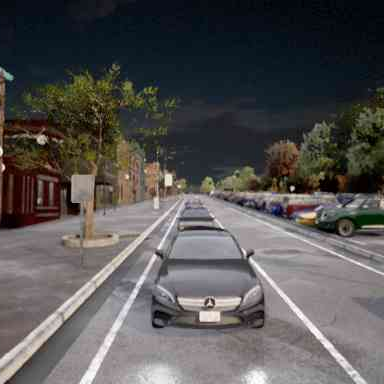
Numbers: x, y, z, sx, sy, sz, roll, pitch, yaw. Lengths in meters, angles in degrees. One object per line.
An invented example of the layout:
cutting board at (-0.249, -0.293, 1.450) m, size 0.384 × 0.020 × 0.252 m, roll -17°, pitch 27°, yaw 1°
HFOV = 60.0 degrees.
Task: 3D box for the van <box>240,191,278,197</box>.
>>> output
van at (9.199, 1.147, 45.343) m, size 4.442 × 1.987 × 1.878 m, roll 0°, pitch 0°, yaw 0°

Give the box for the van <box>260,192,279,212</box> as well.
van at (9.065, 1.219, 31.320) m, size 4.442 × 1.987 × 1.878 m, roll 0°, pitch 0°, yaw 0°

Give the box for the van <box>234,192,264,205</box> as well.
van at (9.140, 1.070, 53.751) m, size 4.442 × 1.987 × 1.878 m, roll 0°, pitch 1°, yaw 0°

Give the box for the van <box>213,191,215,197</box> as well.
van at (8.650, 0.732, 90.189) m, size 4.442 × 1.987 × 1.878 m, roll 0°, pitch 1°, yaw 0°

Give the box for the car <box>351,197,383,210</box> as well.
car at (22.226, 1.438, 40.475) m, size 4.792 × 1.488 × 2.163 m, roll 0°, pitch 0°, yaw 0°

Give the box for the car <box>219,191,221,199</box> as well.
car at (8.896, 0.915, 67.765) m, size 5.566 × 2.045 × 2.435 m, roll 0°, pitch 1°, yaw 0°

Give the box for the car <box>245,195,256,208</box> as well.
car at (9.120, 1.452, 39.734) m, size 4.674 × 1.452 × 2.002 m, roll 0°, pitch 0°, yaw 0°

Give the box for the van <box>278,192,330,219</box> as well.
van at (9.338, 1.228, 25.711) m, size 4.442 × 1.987 × 1.878 m, roll 0°, pitch 0°, yaw 0°

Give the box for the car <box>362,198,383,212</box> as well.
car at (22.187, 1.455, 37.691) m, size 4.792 × 1.488 × 2.163 m, roll 0°, pitch 0°, yaw 0°

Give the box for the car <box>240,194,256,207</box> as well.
car at (9.109, 1.394, 42.537) m, size 4.892 × 1.521 × 2.231 m, roll 0°, pitch 0°, yaw 0°

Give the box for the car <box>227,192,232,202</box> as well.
car at (8.997, 1.271, 56.555) m, size 4.892 × 1.521 × 2.231 m, roll 0°, pitch 1°, yaw 0°

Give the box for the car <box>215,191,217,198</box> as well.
car at (8.821, 1.036, 81.783) m, size 5.008 × 1.535 × 2.097 m, roll 0°, pitch 1°, yaw 0°

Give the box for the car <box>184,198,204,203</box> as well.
car at (0.201, 1.416, 33.830) m, size 2.128 × 1.511 × 4.902 m, roll 0°, pitch 0°, yaw 0°

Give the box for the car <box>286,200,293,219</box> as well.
car at (9.244, 1.498, 22.908) m, size 4.674 × 1.452 × 2.002 m, roll 0°, pitch 0°, yaw 0°

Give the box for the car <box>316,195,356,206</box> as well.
car at (22.305, 1.314, 51.578) m, size 5.366 × 1.575 × 1.946 m, roll 0°, pitch 1°, yaw 0°

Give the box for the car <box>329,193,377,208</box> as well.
car at (22.187, 1.117, 46.024) m, size 5.566 × 2.045 × 2.435 m, roll 0°, pitch 1°, yaw 0°

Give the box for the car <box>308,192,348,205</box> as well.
car at (22.128, 1.040, 54.350) m, size 5.566 × 2.045 × 2.435 m, roll 0°, pitch 1°, yaw 0°

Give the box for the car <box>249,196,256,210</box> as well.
car at (9.171, 1.457, 36.926) m, size 4.792 × 1.488 × 2.163 m, roll 0°, pitch 0°, yaw 0°

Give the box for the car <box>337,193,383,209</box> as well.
car at (22.149, 1.138, 43.247) m, size 5.566 × 2.045 × 2.435 m, roll 0°, pitch 0°, yaw 0°

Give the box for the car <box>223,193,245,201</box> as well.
car at (8.874, 1.014, 70.569) m, size 4.553 × 1.767 × 2.185 m, roll 0°, pitch 1°, yaw 0°

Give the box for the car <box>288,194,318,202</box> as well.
car at (21.836, 1.186, 65.453) m, size 5.366 × 1.575 × 1.946 m, roll 0°, pitch 1°, yaw 0°

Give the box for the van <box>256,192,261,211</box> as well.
van at (9.278, 1.210, 34.123) m, size 4.442 × 1.987 × 1.878 m, roll 0°, pitch 0°, yaw 0°

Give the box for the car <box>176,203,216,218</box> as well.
car at (0.194, 1.526, 17.675) m, size 2.033 × 1.411 × 5.357 m, roll 0°, pitch 0°, yaw 0°

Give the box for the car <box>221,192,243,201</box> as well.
car at (8.854, 0.988, 73.372) m, size 4.553 × 1.767 × 2.185 m, roll 0°, pitch 1°, yaw 0°

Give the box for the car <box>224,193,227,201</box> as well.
car at (8.962, 1.258, 62.162) m, size 4.674 × 1.452 × 2.002 m, roll 0°, pitch 1°, yaw 0°

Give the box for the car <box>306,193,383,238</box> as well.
car at (9.252, 1.215, 17.300) m, size 5.566 × 2.045 × 2.435 m, roll 0°, pitch 0°, yaw 0°

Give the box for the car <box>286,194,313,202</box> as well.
car at (22.007, 1.164, 68.231) m, size 4.892 × 1.521 × 2.231 m, roll 0°, pitch 1°, yaw 0°

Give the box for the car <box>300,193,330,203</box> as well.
car at (22.091, 1.115, 59.904) m, size 4.553 × 1.767 × 2.185 m, roll 0°, pitch 1°, yaw 0°

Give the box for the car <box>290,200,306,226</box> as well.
car at (9.075, 1.459, 20.103) m, size 5.366 × 1.575 × 1.946 m, roll 0°, pitch 0°, yaw 0°

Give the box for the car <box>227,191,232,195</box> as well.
car at (9.015, 1.118, 59.357) m, size 4.553 × 1.767 × 2.185 m, roll 0°, pitch 1°, yaw 0°

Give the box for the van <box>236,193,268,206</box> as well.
van at (9.160, 1.096, 50.948) m, size 4.442 × 1.987 × 1.878 m, roll 0°, pitch 1°, yaw 0°

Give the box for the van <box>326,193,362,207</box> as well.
van at (22.255, 1.117, 48.801) m, size 4.442 × 1.987 × 1.878 m, roll 0°, pitch 1°, yaw 0°

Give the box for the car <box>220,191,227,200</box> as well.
car at (8.916, 0.940, 64.962) m, size 5.566 × 2.045 × 2.435 m, roll 0°, pitch 1°, yaw 0°

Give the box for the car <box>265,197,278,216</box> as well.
car at (9.196, 1.450, 28.514) m, size 5.008 × 1.535 × 2.097 m, roll 0°, pitch 0°, yaw 0°

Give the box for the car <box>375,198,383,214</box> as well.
car at (22.421, 1.432, 34.921) m, size 5.366 × 1.575 × 1.946 m, roll 0°, pitch 0°, yaw 0°

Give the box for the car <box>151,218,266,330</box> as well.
car at (0.253, 1.521, 7.096) m, size 1.812 × 1.442 × 4.674 m, roll 0°, pitch 0°, yaw 0°

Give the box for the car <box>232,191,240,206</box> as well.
car at (9.035, 1.096, 48.142) m, size 5.566 × 2.045 × 2.435 m, roll 0°, pitch 1°, yaw 0°
